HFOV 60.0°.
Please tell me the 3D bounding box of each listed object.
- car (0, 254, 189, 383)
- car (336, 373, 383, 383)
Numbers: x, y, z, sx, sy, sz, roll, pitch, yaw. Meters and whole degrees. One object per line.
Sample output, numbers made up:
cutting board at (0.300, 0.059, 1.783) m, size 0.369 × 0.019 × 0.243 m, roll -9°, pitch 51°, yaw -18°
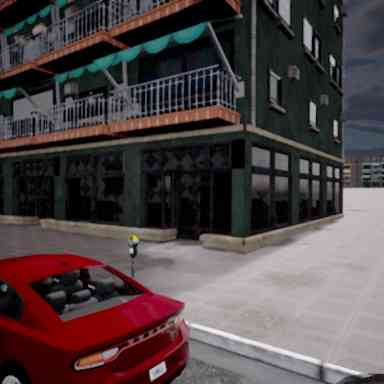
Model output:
car at (-2.135, 1.505, 4.387) m, size 4.507 × 1.381 × 1.887 m, roll 1°, pitch 0°, yaw 35°
car at (2.462, 1.580, 1.127) m, size 4.313 × 1.339 × 1.947 m, roll 1°, pitch 0°, yaw 35°
